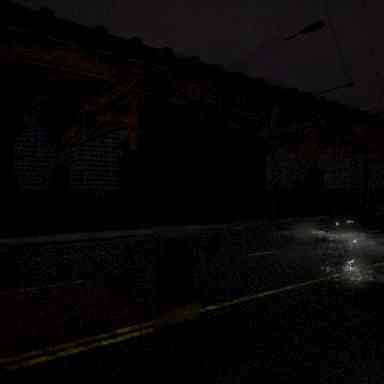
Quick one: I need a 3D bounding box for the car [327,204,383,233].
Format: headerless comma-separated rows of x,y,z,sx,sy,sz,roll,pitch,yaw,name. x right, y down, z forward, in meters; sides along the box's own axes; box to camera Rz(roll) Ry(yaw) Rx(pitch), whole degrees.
9.920,1.504,19.620,4.892,1.490,1.837,0,0,-35,car
